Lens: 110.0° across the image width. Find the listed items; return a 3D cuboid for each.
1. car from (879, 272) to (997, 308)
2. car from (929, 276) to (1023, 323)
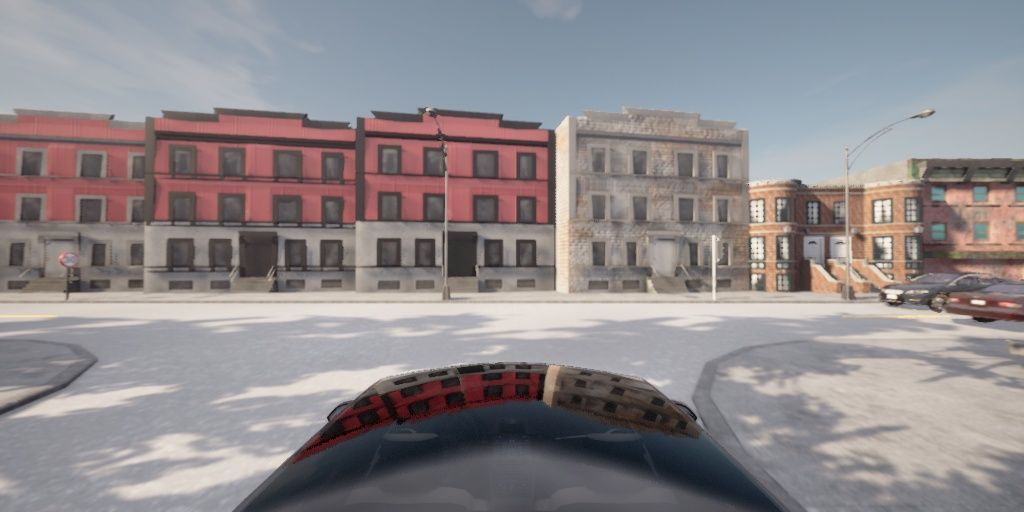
[{"bbox_3d":[18.125,1.417,14.804,4.902,1.511,2.128,0,-1,0],"label":"car"},{"bbox_3d":[16.287,1.417,10.605,5.357,1.411,2.033,0,-1,0],"label":"car"}]
